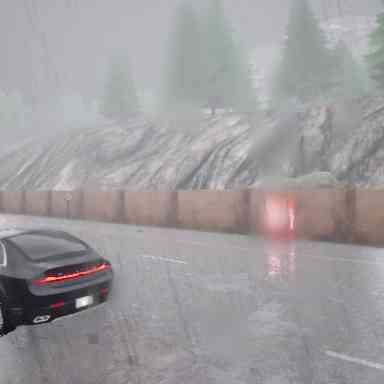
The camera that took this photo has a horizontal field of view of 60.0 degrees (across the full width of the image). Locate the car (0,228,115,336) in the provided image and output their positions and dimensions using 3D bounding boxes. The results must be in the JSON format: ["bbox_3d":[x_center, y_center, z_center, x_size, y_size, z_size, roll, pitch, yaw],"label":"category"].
[{"bbox_3d":[-3.621,1.503,6.746,4.892,1.490,1.837,-1,0,37],"label":"car"}]

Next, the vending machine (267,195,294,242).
[{"bbox_3d":[4.200,1.195,15.695,0.880,2.100,1.100,0,0,37],"label":"vending machine"}]
